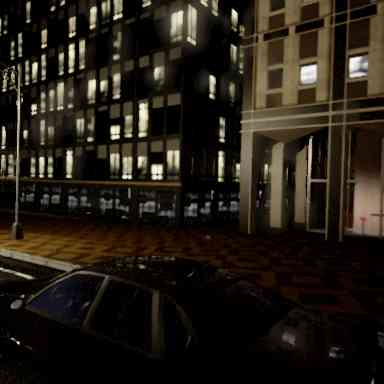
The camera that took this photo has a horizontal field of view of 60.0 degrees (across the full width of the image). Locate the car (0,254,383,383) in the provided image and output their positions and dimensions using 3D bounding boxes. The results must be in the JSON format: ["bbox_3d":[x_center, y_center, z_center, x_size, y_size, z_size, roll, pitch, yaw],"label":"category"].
[{"bbox_3d":[-0.665,1.525,4.035,5.357,1.411,2.033,1,0,35],"label":"car"}]
